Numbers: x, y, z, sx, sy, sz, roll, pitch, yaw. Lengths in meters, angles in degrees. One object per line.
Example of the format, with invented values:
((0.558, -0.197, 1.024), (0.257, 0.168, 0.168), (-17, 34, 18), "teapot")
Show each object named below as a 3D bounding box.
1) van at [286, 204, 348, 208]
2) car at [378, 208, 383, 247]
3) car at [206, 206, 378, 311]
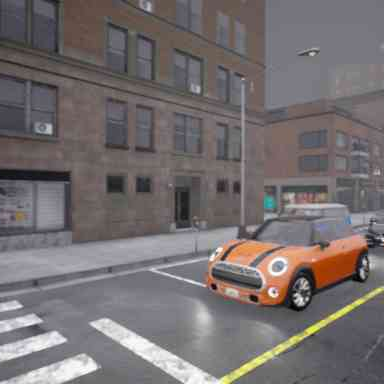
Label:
((5.297, 1.408, 14.219), (3.998, 1.788, 1.690), (0, 0, -44), "van")
((9.048, 1.597, 14.262), (4.892, 1.490, 1.837), (0, 0, -44), "car")
((2.445, 1.390, 8.022), (4.553, 1.767, 2.097), (0, 0, -42), "car")
